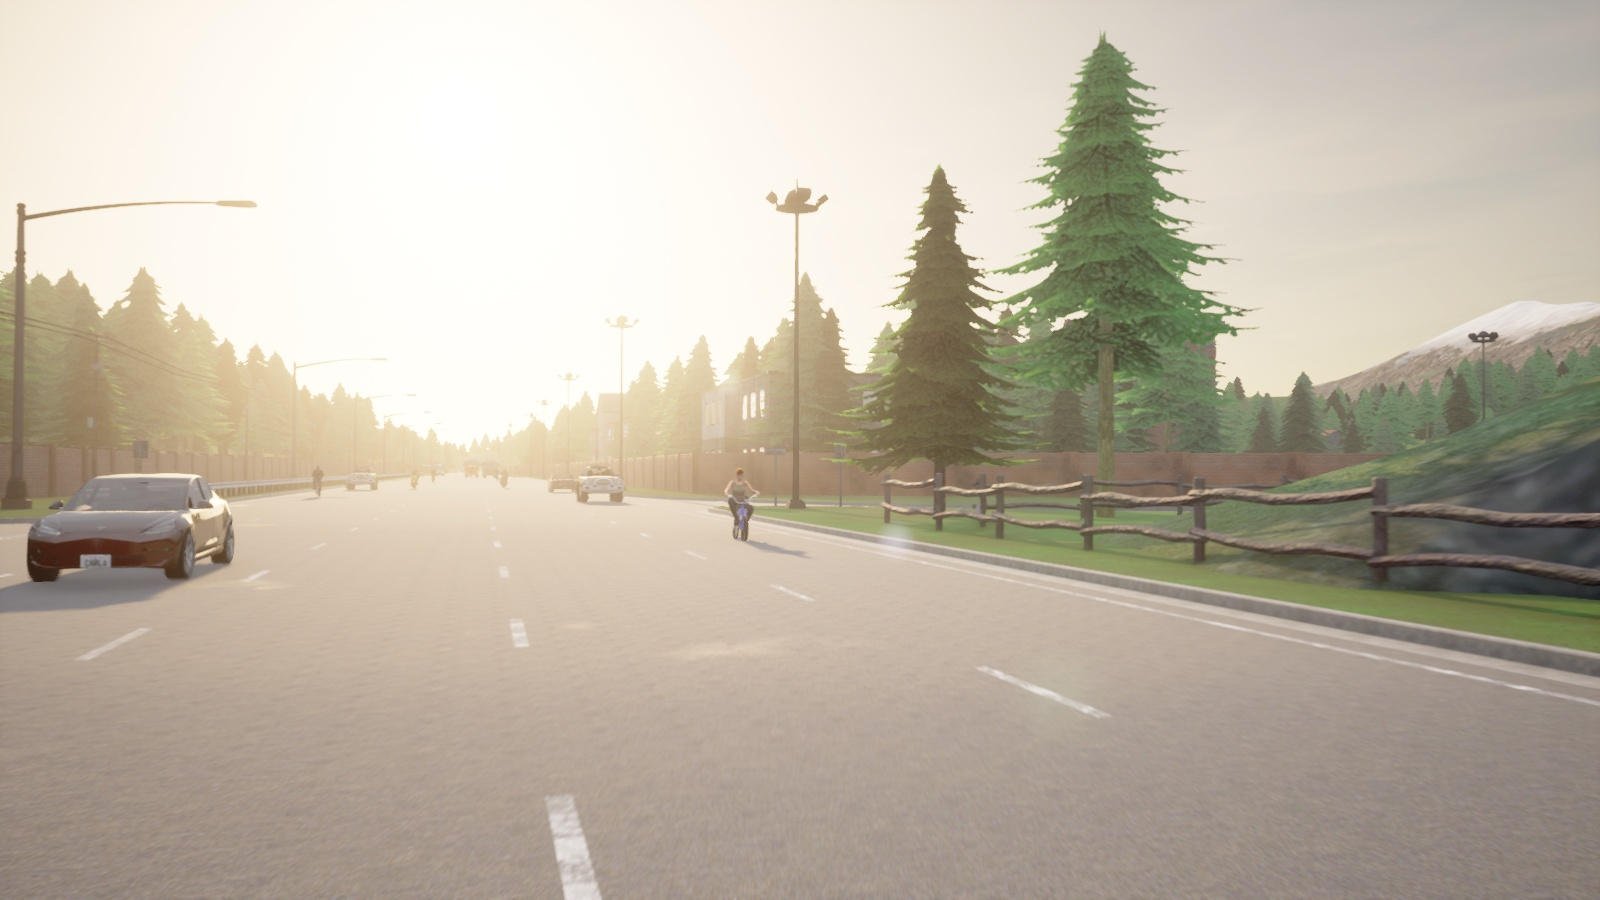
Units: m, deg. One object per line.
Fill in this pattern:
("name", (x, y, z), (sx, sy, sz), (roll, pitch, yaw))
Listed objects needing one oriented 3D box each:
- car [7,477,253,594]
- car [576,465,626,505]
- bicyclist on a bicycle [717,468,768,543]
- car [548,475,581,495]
("car", (-9.803, 1.164, 18.848), (2.163, 1.488, 4.792), (0, -1, -14))
("car", (-9.629, 1.668, 60.565), (1.932, 1.855, 4.605), (0, -1, -14))
("bicyclist on a bicycle", (-1.294, 1.217, 27.974), (0.866, 1.612, 1.509), (0, -1, -14))
("car", (-16.273, 2.407, 86.558), (1.895, 1.301, 4.718), (0, -1, -14))
